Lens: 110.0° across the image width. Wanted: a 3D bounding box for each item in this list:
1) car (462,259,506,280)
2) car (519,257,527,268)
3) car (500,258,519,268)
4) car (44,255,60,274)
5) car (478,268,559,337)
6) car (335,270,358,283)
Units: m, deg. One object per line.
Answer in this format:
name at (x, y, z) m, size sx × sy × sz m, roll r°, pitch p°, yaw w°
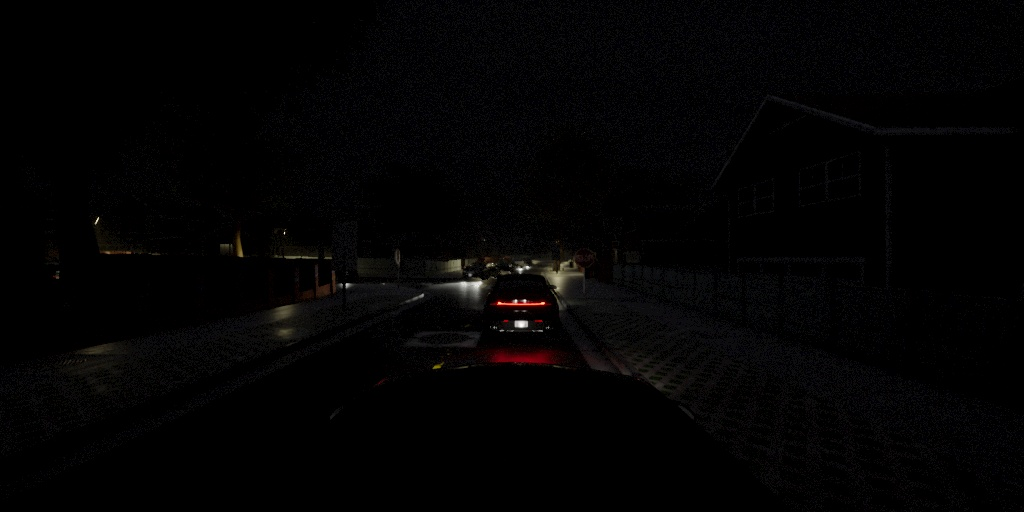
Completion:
car at (-2.521, 1.220, 30.060) m, size 2.128 × 1.511 × 4.902 m, roll 0°, pitch 0°, yaw 17°
car at (0.717, 1.101, 54.864) m, size 1.812 × 1.442 × 4.674 m, roll 0°, pitch 0°, yaw 8°
car at (-0.784, 1.027, 41.838) m, size 2.097 × 1.767 × 4.553 m, roll 0°, pitch 0°, yaw 6°
car at (-32.982, 0.713, 24.536) m, size 4.718 × 1.301 × 1.895 m, roll 1°, pitch 0°, yaw 3°
car at (0.257, 1.255, 10.339) m, size 1.837 × 1.490 × 4.892 m, roll 0°, pitch 0°, yaw 1°
car at (-12.639, 0.989, 23.394) m, size 5.008 × 1.535 × 1.882 m, roll 1°, pitch 0°, yaw 3°
